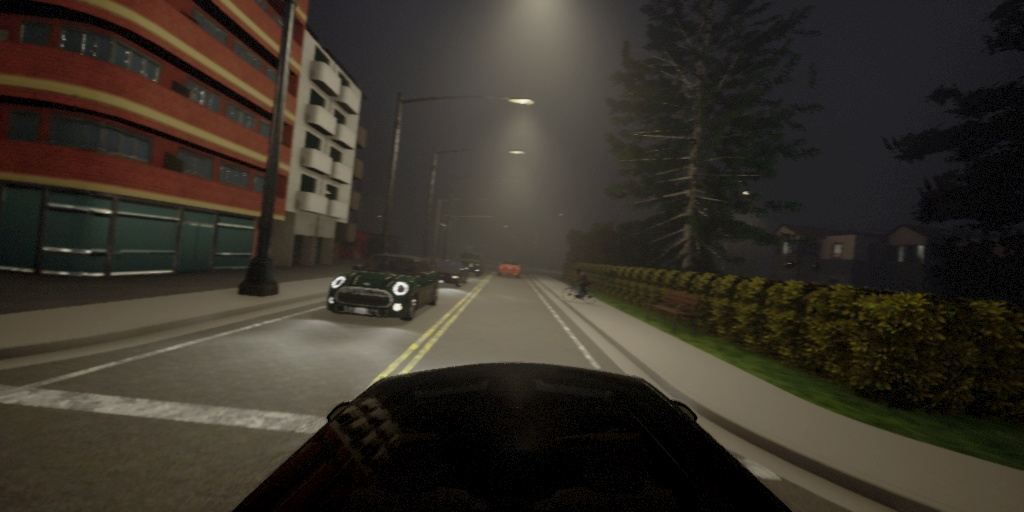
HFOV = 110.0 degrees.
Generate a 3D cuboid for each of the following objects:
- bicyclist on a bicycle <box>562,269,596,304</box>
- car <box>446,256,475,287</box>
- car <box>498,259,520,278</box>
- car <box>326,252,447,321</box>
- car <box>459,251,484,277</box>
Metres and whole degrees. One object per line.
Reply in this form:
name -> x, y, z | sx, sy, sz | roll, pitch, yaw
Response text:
bicyclist on a bicycle -> 3.254, 1.441, 17.093 | 1.656, 1.620, 0.582 | 7, 0, 0
car -> -3.713, 0.954, 21.511 | 2.033, 1.411, 5.357 | 6, 0, 0
car -> -0.245, 1.173, 36.347 | 2.097, 1.767, 4.553 | 6, 0, -1
car -> -3.599, 0.738, 10.894 | 2.097, 1.767, 4.553 | 6, 0, 0
car -> -3.753, 0.651, 32.196 | 2.150, 2.045, 5.566 | 6, 0, 0
